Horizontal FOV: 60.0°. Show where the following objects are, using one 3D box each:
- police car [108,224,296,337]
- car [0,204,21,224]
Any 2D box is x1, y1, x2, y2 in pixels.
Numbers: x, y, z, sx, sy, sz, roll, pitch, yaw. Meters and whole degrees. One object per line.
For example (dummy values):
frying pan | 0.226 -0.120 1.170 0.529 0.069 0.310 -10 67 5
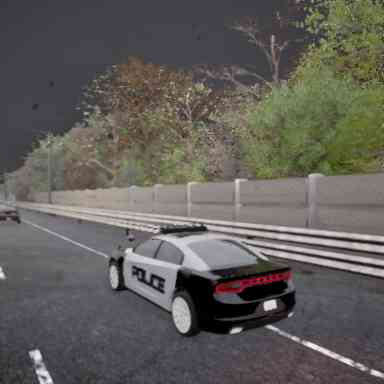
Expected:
police car | -0.265 1.524 7.150 1.930 1.638 5.238 0 -1 -34
car | -15.806 1.921 28.292 1.837 1.490 4.892 0 -1 -34
